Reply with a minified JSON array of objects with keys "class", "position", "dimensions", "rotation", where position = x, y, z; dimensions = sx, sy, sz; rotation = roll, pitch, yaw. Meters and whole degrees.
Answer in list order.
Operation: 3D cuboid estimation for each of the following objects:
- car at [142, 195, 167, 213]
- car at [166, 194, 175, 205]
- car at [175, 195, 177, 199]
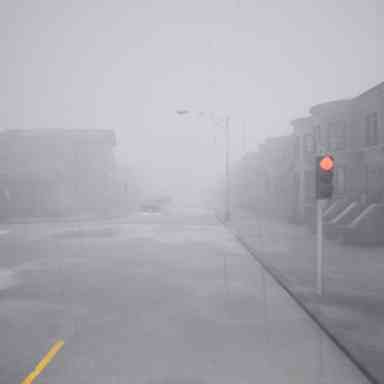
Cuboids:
[{"class":"car","position":[-4.157,1.399,35.646],"dimensions":[2.033,1.411,5.357],"rotation":[0,0,0]},{"class":"car","position":[-4.152,1.261,52.188],"dimensions":[1.882,1.535,5.008],"rotation":[0,0,0]},{"class":"car","position":[-4.090,1.078,67.695],"dimensions":[1.812,1.442,4.674],"rotation":[0,0,0]}]
